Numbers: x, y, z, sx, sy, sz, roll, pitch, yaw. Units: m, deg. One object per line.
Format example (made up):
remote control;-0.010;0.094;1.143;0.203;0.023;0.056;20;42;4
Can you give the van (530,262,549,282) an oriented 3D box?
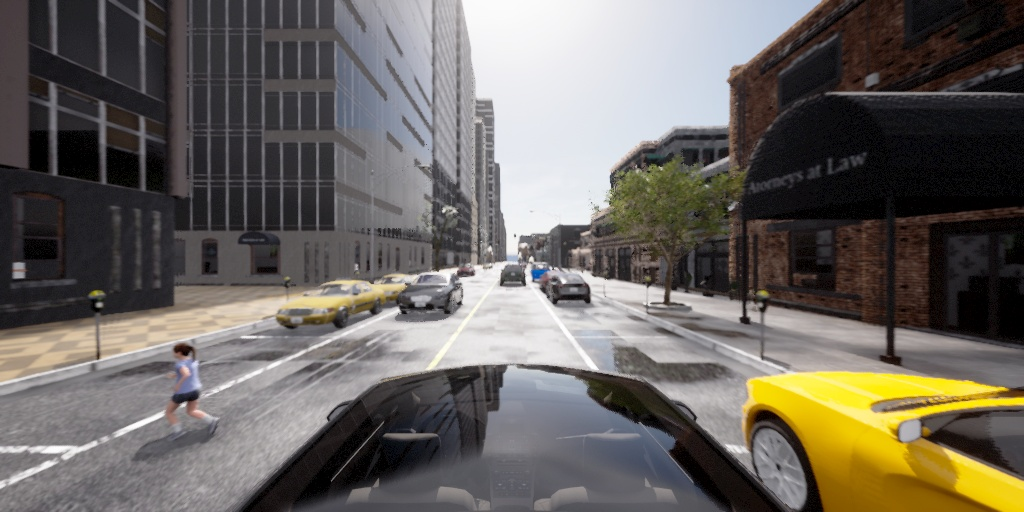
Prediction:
van;2.685;1.511;34.190;1.690;1.789;3.998;0;0;0

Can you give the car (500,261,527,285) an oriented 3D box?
car;0.087;1.481;30.710;2.097;1.767;4.553;0;0;0

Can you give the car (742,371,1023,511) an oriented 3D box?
car;3.001;1.222;1.216;1.882;1.535;5.008;0;-1;0

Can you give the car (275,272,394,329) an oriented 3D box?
car;-5.692;1.410;11.894;1.751;1.417;4.829;0;0;0

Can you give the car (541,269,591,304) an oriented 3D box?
car;2.688;1.521;17.588;1.948;1.339;4.313;0;0;0

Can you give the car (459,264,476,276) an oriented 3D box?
car;-5.699;1.755;45.271;1.967;1.591;4.097;0;0;0

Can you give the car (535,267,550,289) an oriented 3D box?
car;2.687;1.609;23.122;1.802;1.307;4.207;0;0;0

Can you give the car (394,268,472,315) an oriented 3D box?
car;-3.102;1.409;14.588;2.128;1.511;4.902;0;-1;0

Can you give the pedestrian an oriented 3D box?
pedestrian;-3.564;1.453;3.979;0.500;1.100;0.500;-1;0;-2
